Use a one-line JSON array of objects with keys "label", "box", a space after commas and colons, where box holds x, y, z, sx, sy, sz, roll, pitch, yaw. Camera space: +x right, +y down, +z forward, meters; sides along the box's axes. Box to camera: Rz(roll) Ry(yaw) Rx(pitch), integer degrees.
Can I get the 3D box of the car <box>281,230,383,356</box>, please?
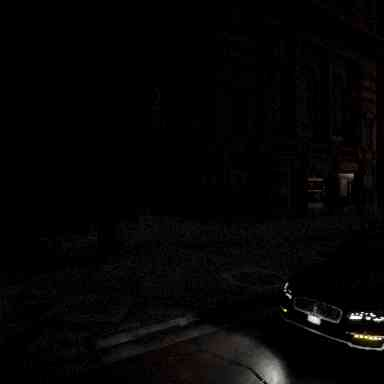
[{"label": "car", "box": [3.655, 1.504, 5.981, 4.892, 1.490, 1.837, 0, 0, -35]}]
